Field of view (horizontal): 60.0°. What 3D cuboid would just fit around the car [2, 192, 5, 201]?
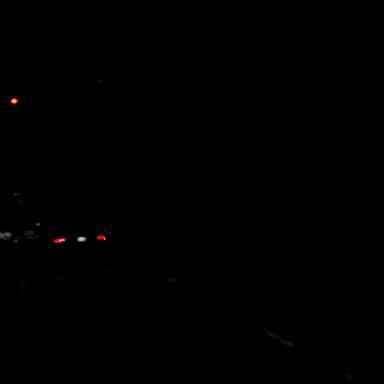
[{"bbox_3d":[-37.213,0.990,63.852,1.837,1.490,4.892,0,0,-29],"label":"car"}]

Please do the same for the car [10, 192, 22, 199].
[{"bbox_3d":[-39.471,0.796,74.529,2.128,1.511,4.902,0,0,-29],"label":"car"}]

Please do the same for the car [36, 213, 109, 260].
[{"bbox_3d":[-4.573,1.471,12.306,2.033,1.411,5.357,0,0,-29],"label":"car"}]

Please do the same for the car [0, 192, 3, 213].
[{"bbox_3d":[-7.710,1.126,11.199,2.150,2.045,5.566,0,0,-29],"label":"car"}]

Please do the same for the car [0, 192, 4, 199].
[{"bbox_3d":[-42.306,0.737,72.939,1.882,1.535,5.008,0,0,-29],"label":"car"}]

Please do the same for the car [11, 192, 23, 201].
[{"bbox_3d":[-34.597,1.096,65.831,1.895,1.301,4.718,0,0,-29],"label":"car"}]
